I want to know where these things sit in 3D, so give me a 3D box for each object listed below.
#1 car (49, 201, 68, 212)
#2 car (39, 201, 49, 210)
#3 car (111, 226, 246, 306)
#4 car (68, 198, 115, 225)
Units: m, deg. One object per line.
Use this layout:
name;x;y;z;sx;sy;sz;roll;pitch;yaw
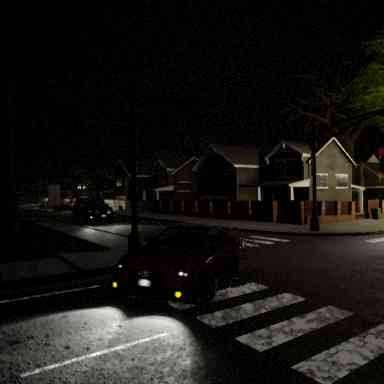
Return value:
car;-18.235;1.985;47.025;2.128;1.511;4.902;-1;0;-34
car;-24.210;2.187;55.555;1.994;1.385;4.181;-1;0;-35
car;-0.080;1.560;8.210;1.994;1.385;4.181;1;0;25
car;-8.341;1.523;27.856;2.150;2.045;5.566;-1;0;-35
